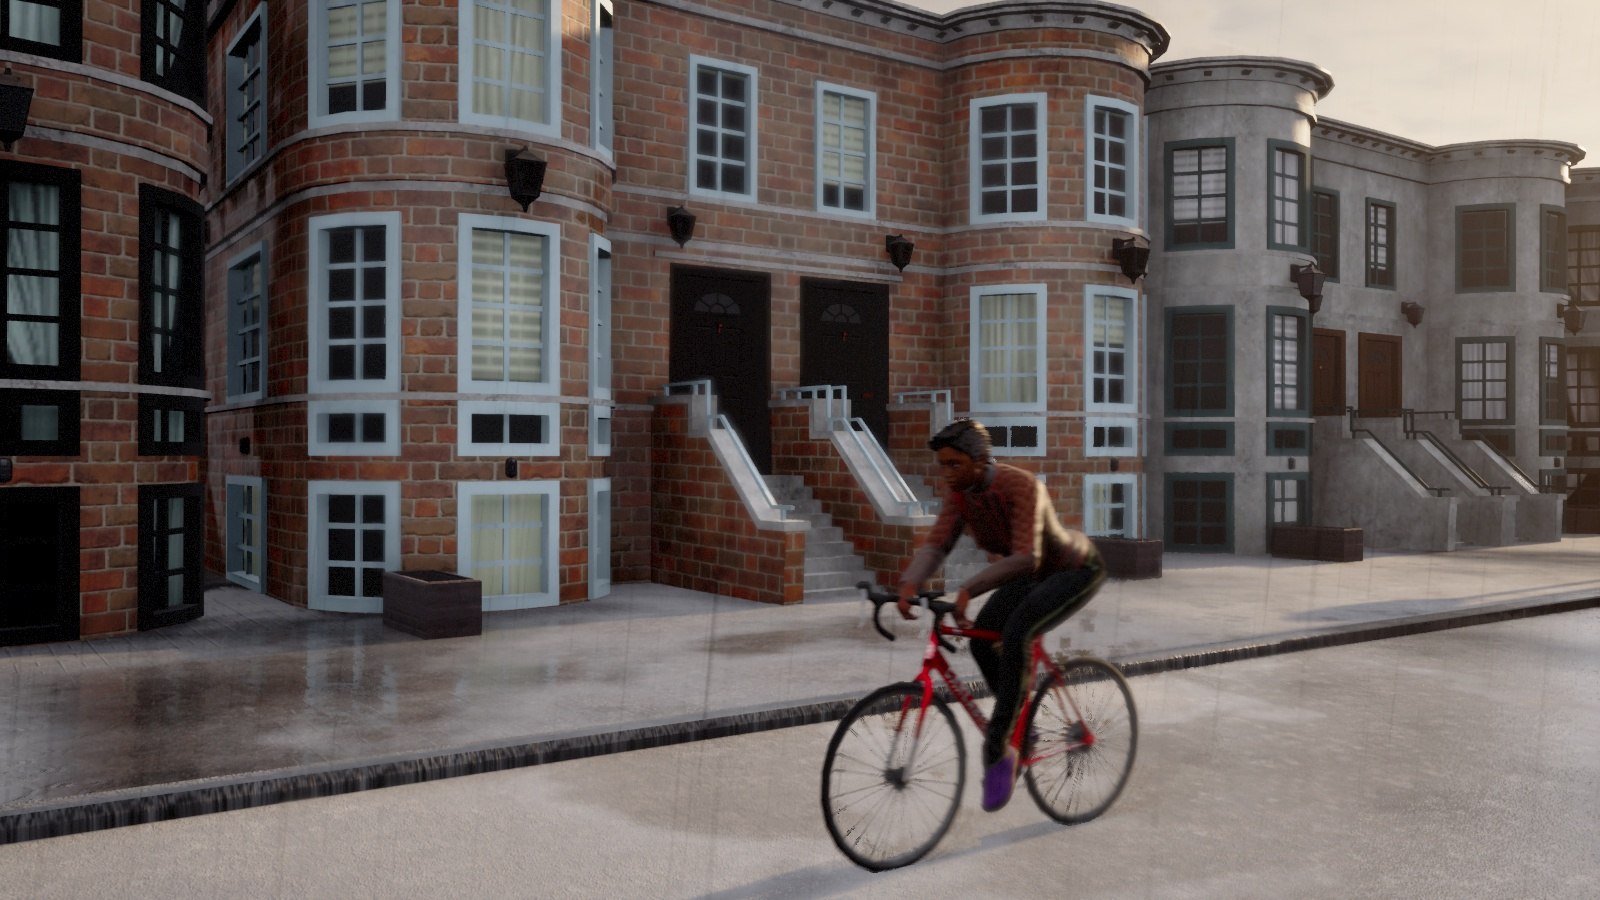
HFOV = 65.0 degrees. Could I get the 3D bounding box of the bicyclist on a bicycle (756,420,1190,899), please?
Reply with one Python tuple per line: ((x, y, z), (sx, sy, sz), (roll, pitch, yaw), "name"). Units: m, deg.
((0.697, 0.708, 4.755), (1.656, 1.620, 0.582), (-1, 0, -35), "bicyclist on a bicycle")
